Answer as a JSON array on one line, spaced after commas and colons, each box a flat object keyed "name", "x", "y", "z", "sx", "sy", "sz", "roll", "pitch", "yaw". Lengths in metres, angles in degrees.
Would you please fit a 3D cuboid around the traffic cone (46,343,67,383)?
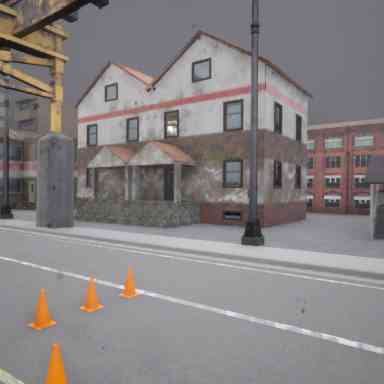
[{"name": "traffic cone", "x": -1.488, "y": 1.952, "z": 3.632, "sx": 0.340, "sy": 0.580, "sz": 0.340, "roll": 0, "pitch": 0, "yaw": 36}]

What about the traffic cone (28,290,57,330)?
[{"name": "traffic cone", "x": -2.525, "y": 1.949, "z": 5.613, "sx": 0.340, "sy": 0.580, "sz": 0.340, "roll": 0, "pitch": 0, "yaw": 36}]

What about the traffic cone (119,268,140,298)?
[{"name": "traffic cone", "x": -1.355, "y": 1.949, "z": 7.235, "sx": 0.340, "sy": 0.580, "sz": 0.340, "roll": 0, "pitch": 0, "yaw": 36}]

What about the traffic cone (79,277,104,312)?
[{"name": "traffic cone", "x": -1.940, "y": 1.949, "z": 6.424, "sx": 0.340, "sy": 0.580, "sz": 0.340, "roll": 0, "pitch": 0, "yaw": 36}]
